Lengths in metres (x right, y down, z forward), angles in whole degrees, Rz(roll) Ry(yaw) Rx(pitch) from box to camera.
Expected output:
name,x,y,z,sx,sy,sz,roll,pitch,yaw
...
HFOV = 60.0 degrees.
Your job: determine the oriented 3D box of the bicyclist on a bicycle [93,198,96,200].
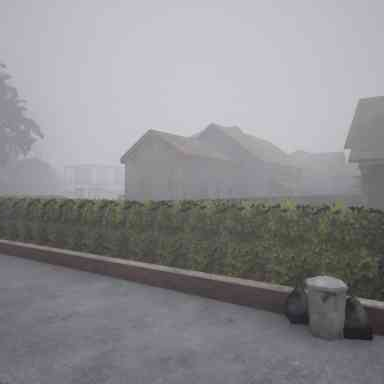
name,x,y,z,sx,sy,sz,roll,pitch,yaw
bicyclist on a bicycle,-8.795,1.349,30.383,1.656,1.620,0.582,0,0,35
